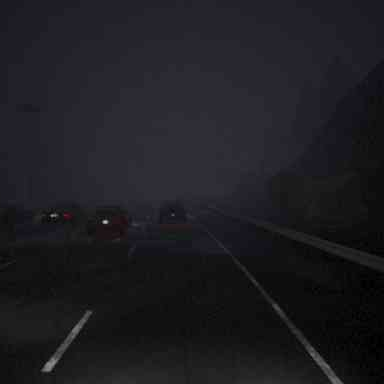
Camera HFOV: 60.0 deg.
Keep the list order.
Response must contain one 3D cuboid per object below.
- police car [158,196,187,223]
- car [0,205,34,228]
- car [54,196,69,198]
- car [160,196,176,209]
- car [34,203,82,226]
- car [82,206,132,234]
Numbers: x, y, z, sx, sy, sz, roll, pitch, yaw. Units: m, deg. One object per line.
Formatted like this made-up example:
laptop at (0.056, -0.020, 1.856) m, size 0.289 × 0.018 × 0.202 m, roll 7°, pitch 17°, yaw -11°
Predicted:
police car at (-1.469, 1.272, 24.348) m, size 1.930 × 1.638 × 5.238 m, roll 0°, pitch 1°, yaw -5°
car at (-11.709, 1.481, 21.132) m, size 1.895 × 1.301 × 4.718 m, roll 0°, pitch 0°, yaw -5°
car at (-27.015, 1.063, 70.764) m, size 1.882 × 1.535 × 5.008 m, roll 0°, pitch 0°, yaw -5°
car at (-3.011, 1.271, 40.919) m, size 1.812 × 1.442 × 4.674 m, roll 0°, pitch 1°, yaw -5°
car at (-8.269, 1.418, 22.037) m, size 2.033 × 1.411 × 5.357 m, roll 0°, pitch 0°, yaw -5°
car at (-4.464, 1.452, 18.464) m, size 1.994 × 1.385 × 4.181 m, roll 0°, pitch 0°, yaw -5°
